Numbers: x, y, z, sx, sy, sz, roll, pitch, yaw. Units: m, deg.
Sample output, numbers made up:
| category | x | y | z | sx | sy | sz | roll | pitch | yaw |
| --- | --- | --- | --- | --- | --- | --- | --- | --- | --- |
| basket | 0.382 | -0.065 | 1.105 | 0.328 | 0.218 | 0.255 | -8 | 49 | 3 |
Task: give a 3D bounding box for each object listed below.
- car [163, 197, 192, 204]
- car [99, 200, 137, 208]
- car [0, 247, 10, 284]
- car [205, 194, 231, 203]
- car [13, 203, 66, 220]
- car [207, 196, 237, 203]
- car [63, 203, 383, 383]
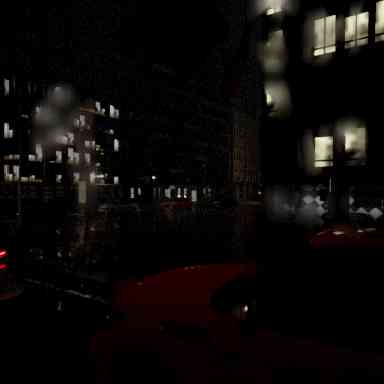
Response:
| category | x | y | z | sx | sy | sz | roll | pitch | yaw |
| --- | --- | --- | --- | --- | --- | --- | --- | --- | --- |
| car | -1.913 | 1.490 | 43.357 | 2.097 | 1.767 | 4.553 | 1 | 0 | 37 |
| car | -7.788 | 1.619 | 35.462 | 1.812 | 1.442 | 4.674 | 1 | 0 | 37 |
| car | -6.238 | 1.522 | 8.109 | 4.674 | 1.442 | 1.812 | 0 | 0 | 35 |
| car | 4.321 | 1.406 | 51.689 | 2.150 | 2.045 | 5.566 | 1 | 0 | 37 |
| car | -12.930 | 1.617 | 28.526 | 1.994 | 1.385 | 4.181 | 1 | 0 | 37 |
| car | 4.741 | 1.685 | 46.966 | 2.128 | 1.511 | 4.902 | 1 | 0 | 37 |
| car | 1.668 | 1.221 | 2.496 | 5.566 | 2.045 | 2.150 | 0 | 0 | 35 |
